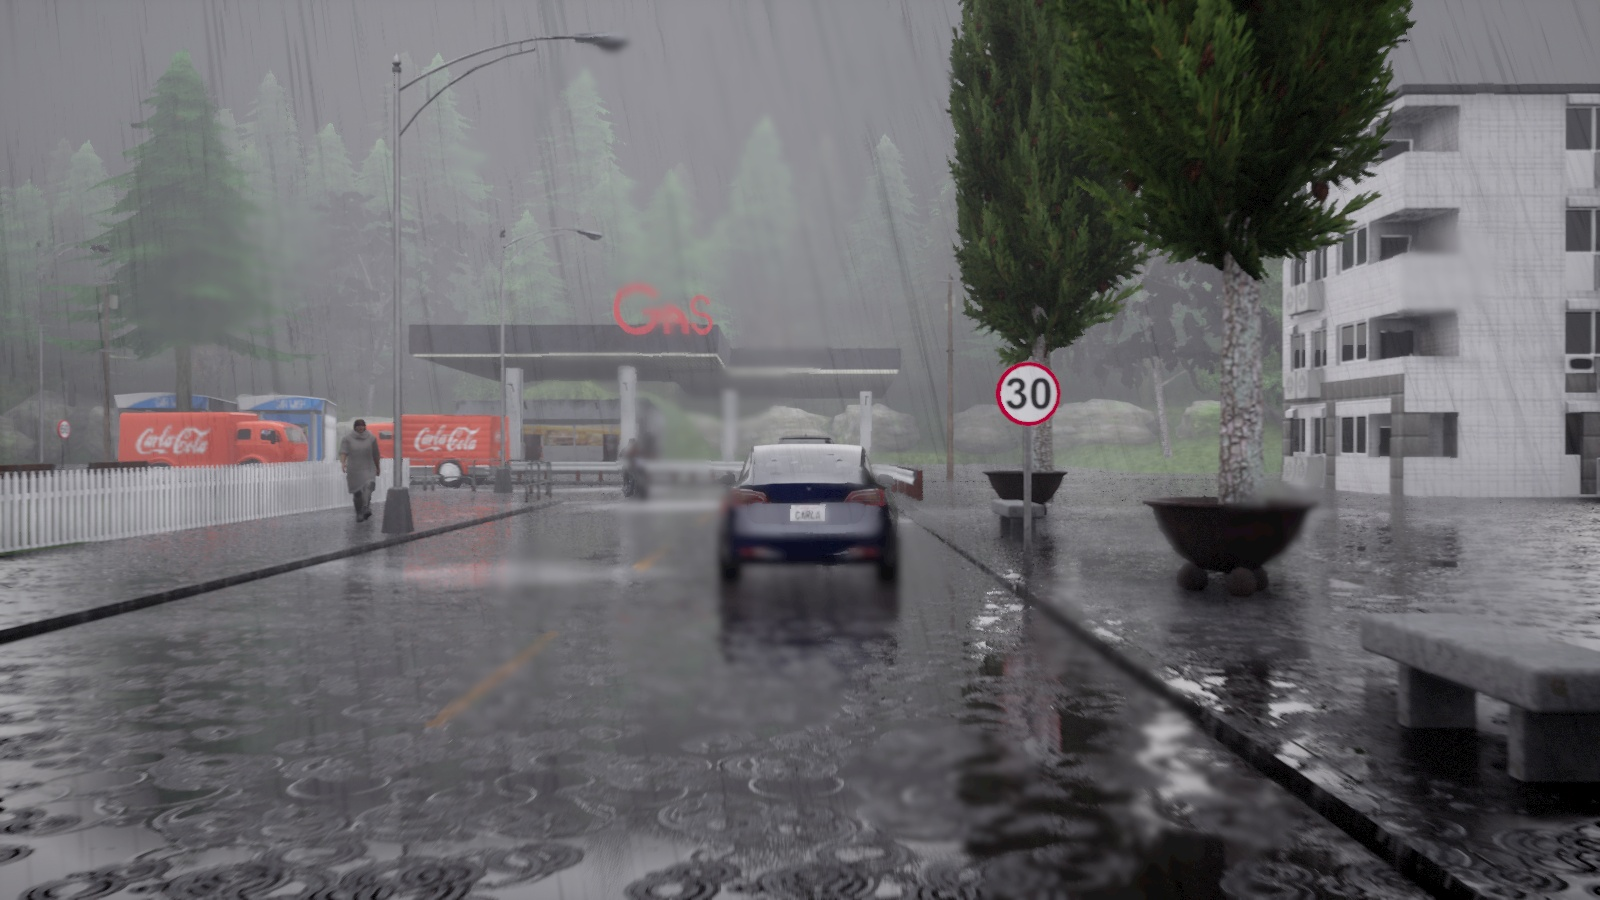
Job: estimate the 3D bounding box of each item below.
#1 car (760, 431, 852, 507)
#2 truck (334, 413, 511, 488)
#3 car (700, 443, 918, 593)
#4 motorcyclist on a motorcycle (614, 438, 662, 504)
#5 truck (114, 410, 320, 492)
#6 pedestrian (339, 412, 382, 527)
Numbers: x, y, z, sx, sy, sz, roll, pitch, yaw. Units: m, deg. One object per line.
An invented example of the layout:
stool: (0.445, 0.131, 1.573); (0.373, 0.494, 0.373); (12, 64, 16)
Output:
car: (0.071, 0.429, 31.418); (2.097, 1.767, 4.553); (0, 0, -2)
truck: (-12.892, 0.006, 43.136); (5.204, 2.467, 2.627); (0, 0, 4)
car: (0.102, 0.663, 14.885); (2.163, 1.488, 4.792); (0, 0, 0)
motorcyclist on a motorcycle: (-4.244, 0.510, 32.812); (0.766, 1.649, 2.350); (-1, 1, -18)
truck: (-18.089, 0.025, 39.183); (5.204, 2.467, 2.627); (0, 0, 0)
pedestrian: (-7.676, 0.327, 21.916); (0.659, 1.952, 0.873); (0, 0, -22)
